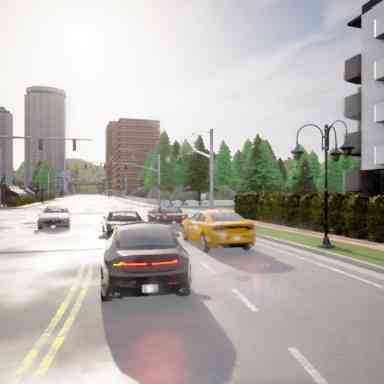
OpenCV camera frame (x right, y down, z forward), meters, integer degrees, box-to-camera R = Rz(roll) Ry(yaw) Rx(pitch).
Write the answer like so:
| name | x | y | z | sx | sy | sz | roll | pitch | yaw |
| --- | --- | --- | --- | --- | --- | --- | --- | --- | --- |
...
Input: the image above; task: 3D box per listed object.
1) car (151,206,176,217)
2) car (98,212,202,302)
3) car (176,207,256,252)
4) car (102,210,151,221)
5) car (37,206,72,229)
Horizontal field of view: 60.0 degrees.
| name | x | y | z | sx | sy | sz | roll | pitch | yaw |
| --- | --- | --- | --- | --- | --- | --- | --- | --- | --- |
| car | -1.799 | 1.601 | 22.784 | 1.895 | 1.301 | 4.718 | 0 | 0 | -18 |
| car | -1.269 | 1.505 | 8.411 | 1.837 | 1.490 | 4.892 | 0 | 0 | -12 |
| car | 0.913 | 1.478 | 14.045 | 1.882 | 1.535 | 5.008 | 0 | 0 | -16 |
| car | -3.631 | 1.601 | 17.228 | 1.895 | 1.301 | 4.718 | 0 | 0 | -18 |
| car | -8.907 | 1.613 | 21.809 | 2.033 | 1.411 | 5.357 | 0 | 0 | -19 |
